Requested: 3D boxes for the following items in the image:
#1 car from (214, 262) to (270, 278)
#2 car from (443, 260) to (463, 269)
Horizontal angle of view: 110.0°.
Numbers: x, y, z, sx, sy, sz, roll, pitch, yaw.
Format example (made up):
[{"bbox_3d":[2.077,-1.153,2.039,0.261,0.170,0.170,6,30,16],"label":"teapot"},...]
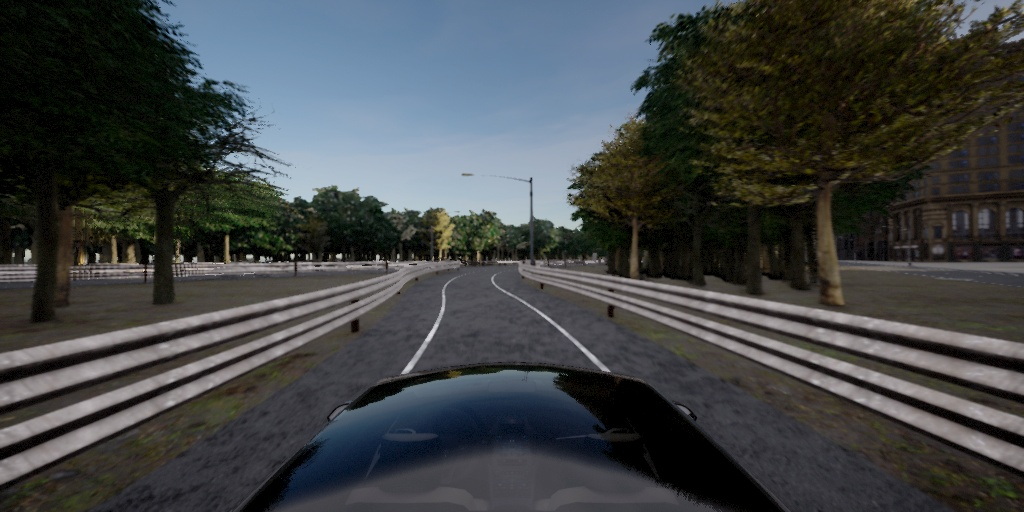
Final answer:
[{"bbox_3d":[-26.231,1.278,35.084,1.812,1.442,4.674,-1,-1,35],"label":"car"},{"bbox_3d":[-10.249,1.359,58.096,2.033,1.411,5.357,-1,-1,35],"label":"car"}]
